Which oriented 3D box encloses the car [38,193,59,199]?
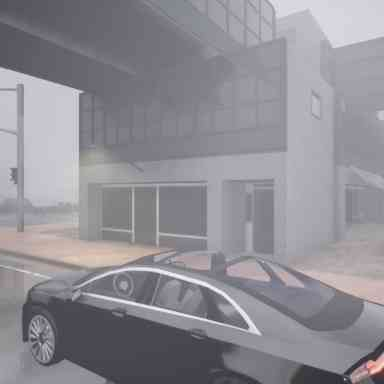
[{"bbox_3d":[-30.588,1.153,69.404,4.605,1.855,1.932,0,0,35],"label":"car"}]

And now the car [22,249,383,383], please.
[{"bbox_3d":[-0.217,1.492,4.148,4.902,1.511,2.128,0,0,35],"label":"car"}]

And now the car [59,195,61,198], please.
[{"bbox_3d":[-28.861,1.364,71.730,3.905,1.438,1.784,0,0,35],"label":"car"}]

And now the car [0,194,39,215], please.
[{"bbox_3d":[-17.903,1.352,32.429,2.097,1.767,4.553,0,0,36],"label":"car"}]

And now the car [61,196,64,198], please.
[{"bbox_3d":[-12.565,1.478,39.660,1.882,1.535,5.008,0,0,37],"label":"car"}]

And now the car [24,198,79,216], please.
[{"bbox_3d":[-13.405,1.601,32.655,1.895,1.301,4.718,0,0,36],"label":"car"}]
